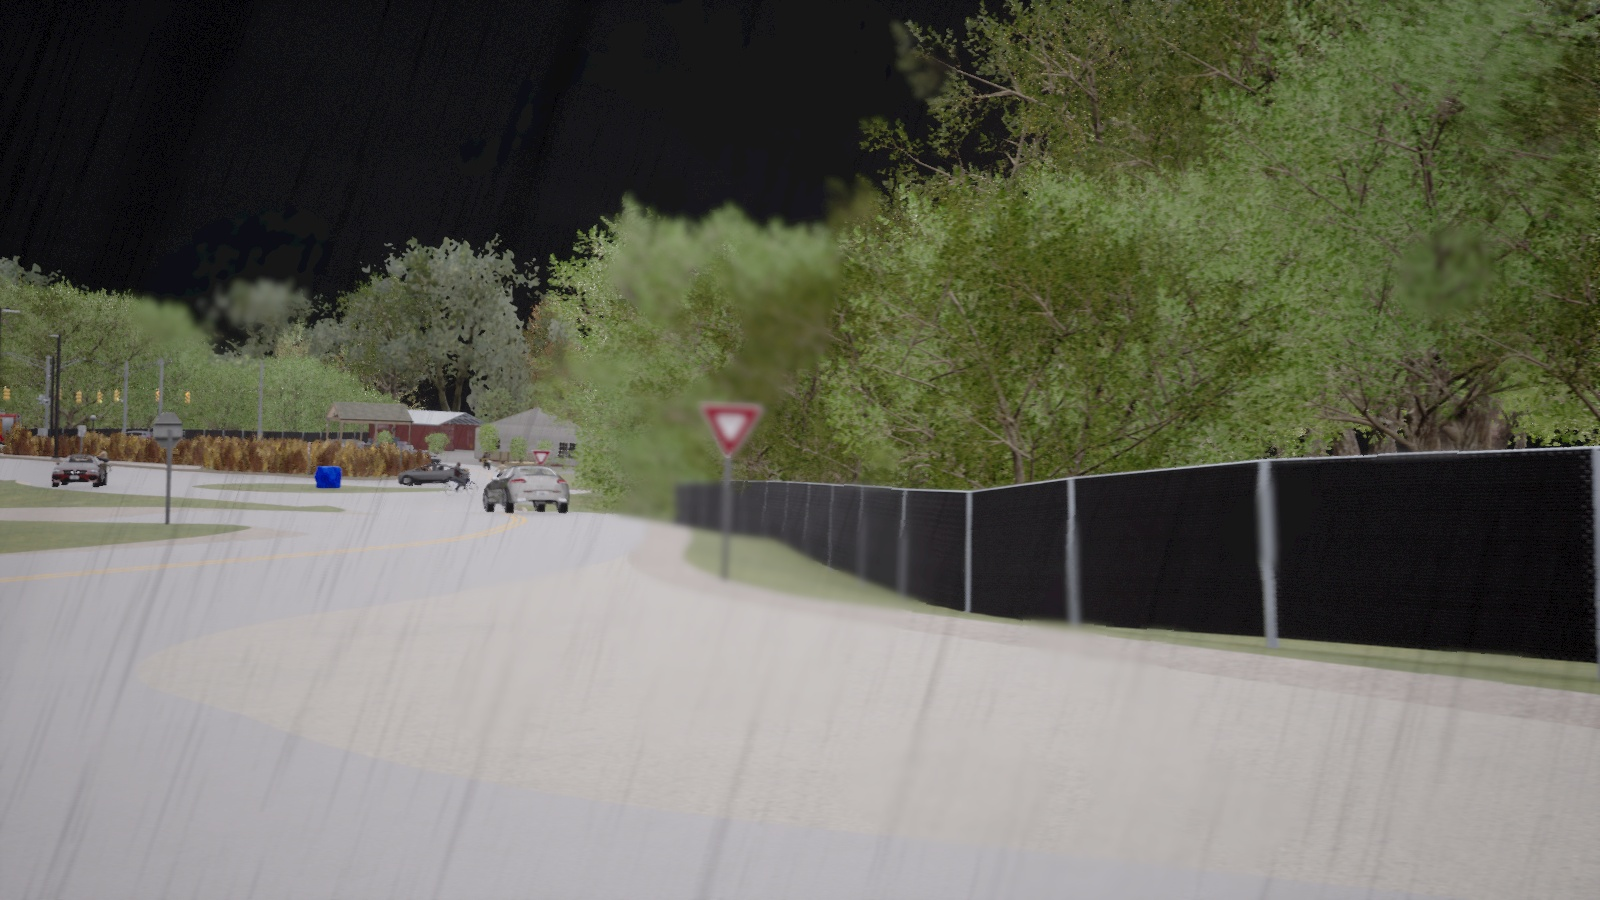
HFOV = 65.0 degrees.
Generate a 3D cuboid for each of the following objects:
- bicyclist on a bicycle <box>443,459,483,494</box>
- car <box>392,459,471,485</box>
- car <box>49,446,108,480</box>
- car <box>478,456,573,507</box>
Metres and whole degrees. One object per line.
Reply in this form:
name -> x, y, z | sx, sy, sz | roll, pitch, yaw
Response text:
bicyclist on a bicycle -> -17.429, 1.369, 64.917 | 1.843, 1.776, 0.659 | 1, -1, -37
car -> -24.190, 1.440, 82.593 | 4.514, 1.525, 2.007 | 2, 0, 5
car -> -37.218, 0.645, 64.889 | 2.152, 1.651, 5.027 | 1, 0, -24
car -> -9.629, 1.145, 43.786 | 2.152, 1.651, 5.027 | 2, -3, -25
